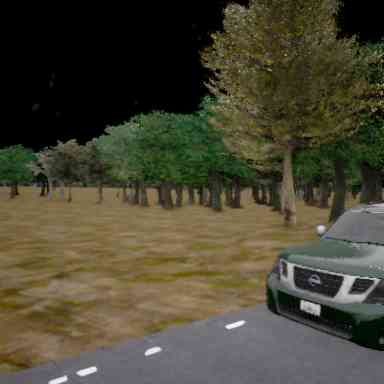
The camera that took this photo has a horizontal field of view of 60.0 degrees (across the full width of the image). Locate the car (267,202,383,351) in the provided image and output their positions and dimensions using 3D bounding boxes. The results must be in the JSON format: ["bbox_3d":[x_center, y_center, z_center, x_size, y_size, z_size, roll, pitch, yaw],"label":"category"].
[{"bbox_3d":[3.854,1.223,6.129,5.566,2.045,2.150,0,0,-36],"label":"car"}]
